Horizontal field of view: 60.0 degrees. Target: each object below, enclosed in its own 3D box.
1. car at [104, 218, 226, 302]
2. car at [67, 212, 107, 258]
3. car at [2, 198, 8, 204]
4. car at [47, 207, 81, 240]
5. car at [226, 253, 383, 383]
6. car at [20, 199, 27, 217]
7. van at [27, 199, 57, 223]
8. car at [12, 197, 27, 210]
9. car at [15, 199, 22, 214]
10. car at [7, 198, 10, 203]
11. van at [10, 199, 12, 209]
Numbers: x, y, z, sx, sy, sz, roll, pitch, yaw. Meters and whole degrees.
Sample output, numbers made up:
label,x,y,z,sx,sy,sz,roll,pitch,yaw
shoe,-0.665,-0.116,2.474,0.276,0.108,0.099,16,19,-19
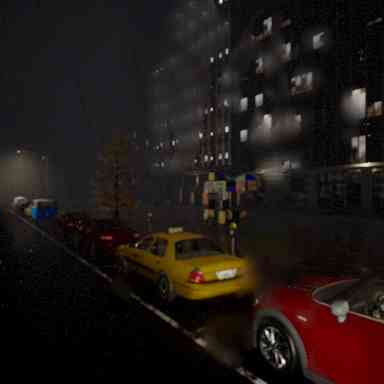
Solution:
label,x,y,z,sx,sy,sz,roll,pitch,yaw
car,-0.548,1.566,8.395,1.752,1.417,4.829,0,0,-32
car,-3.361,1.649,12.954,1.802,1.307,4.206,0,0,-32
car,-43.993,2.070,78.798,1.887,1.381,4.507,0,0,-32
car,-6.263,1.677,17.656,1.802,1.307,4.206,0,0,-32
car,2.443,1.452,3.547,1.967,1.590,4.097,0,0,-32
car,-15.059,1.710,31.910,1.752,1.417,4.829,0,0,-32
van,-12.069,1.494,27.064,1.690,1.788,3.998,0,0,-32
car,-20.776,1.687,41.172,1.967,1.590,4.097,0,0,-32
car,-17.873,1.781,36.470,1.947,1.339,4.313,0,0,-32
car,-26.669,1.840,50.723,1.752,1.417,4.829,0,0,-32
van,-23.680,1.621,45.877,1.690,1.788,3.998,0,0,-32
